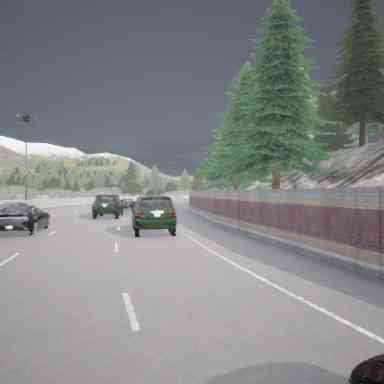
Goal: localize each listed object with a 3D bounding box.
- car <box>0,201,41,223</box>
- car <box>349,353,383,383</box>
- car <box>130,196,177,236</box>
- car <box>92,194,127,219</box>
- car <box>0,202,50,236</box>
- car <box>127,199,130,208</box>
[{"bbox_3d":[-14.140,1.547,26.800,2.033,1.411,5.357,0,0,-7],"label":"car"},{"bbox_3d":[2.659,1.478,0.705,1.882,1.535,5.008,0,0,-20],"label":"car"},{"bbox_3d":[-2.214,1.221,18.648,2.150,2.045,5.566,0,0,-11],"label":"car"},{"bbox_3d":[-7.366,1.222,29.529,2.150,2.045,5.566,0,0,-6],"label":"car"},{"bbox_3d":[-9.264,1.491,18.476,2.128,1.511,4.902,0,0,-11],"label":"car"},{"bbox_3d":[-8.113,1.547,42.042,2.033,1.411,5.357,0,0,-1],"label":"car"}]
